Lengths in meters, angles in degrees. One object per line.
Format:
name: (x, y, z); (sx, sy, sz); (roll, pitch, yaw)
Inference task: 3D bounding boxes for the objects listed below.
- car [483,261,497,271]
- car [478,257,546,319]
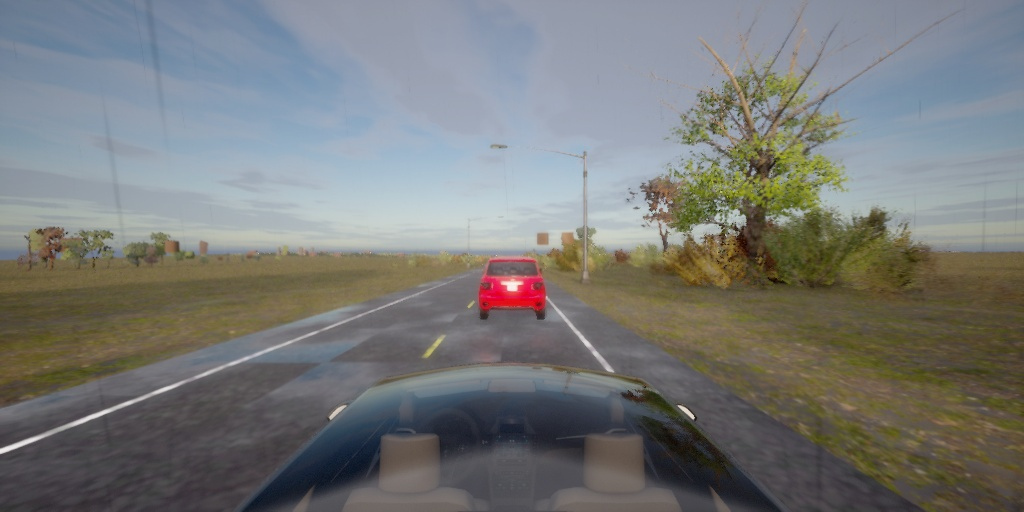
car: (-3.578, 1.599, 58.740); (1.837, 1.490, 4.892); (0, 0, 0)
car: (0.027, 1.047, 13.293); (2.150, 2.045, 5.566); (0, 0, 0)
